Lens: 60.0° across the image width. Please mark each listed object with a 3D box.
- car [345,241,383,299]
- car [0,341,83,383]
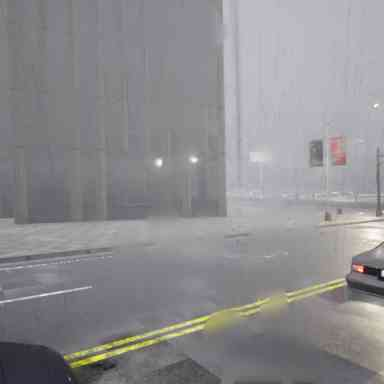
[{"bbox_3d":[5.615,1.542,7.511,5.357,1.411,2.033,0,0,-36],"label":"car"},{"bbox_3d":[-2.549,1.564,1.595,4.181,1.385,1.994,0,0,-36],"label":"car"}]
